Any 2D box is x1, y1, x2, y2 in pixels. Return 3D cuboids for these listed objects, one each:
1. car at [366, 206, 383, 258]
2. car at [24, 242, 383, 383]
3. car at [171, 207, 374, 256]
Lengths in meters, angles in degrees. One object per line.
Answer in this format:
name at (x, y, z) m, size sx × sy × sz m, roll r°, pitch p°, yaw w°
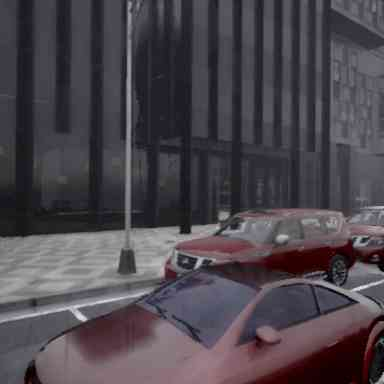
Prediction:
car at (6.438, 1.401, 11.118) m, size 5.009 × 1.841 × 2.192 m, roll 1°, pitch 0°, yaw -35°
car at (0.453, 1.582, 3.701) m, size 4.181 × 1.385 × 1.994 m, roll 1°, pitch 0°, yaw -35°
car at (1.845, 1.360, 7.844) m, size 5.009 × 1.841 × 2.192 m, roll 1°, pitch 0°, yaw -35°
